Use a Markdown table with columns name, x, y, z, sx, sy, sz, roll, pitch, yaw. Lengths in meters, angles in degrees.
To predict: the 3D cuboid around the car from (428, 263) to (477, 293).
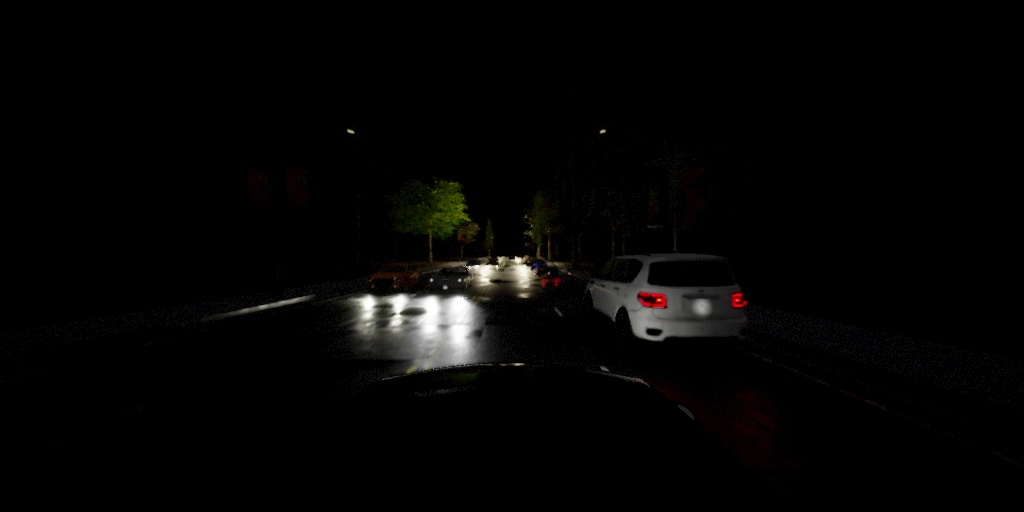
| name | x | y | z | sx | sy | sz | roll | pitch | yaw |
| --- | --- | --- | --- | --- | --- | --- | --- | --- | --- |
| car | -3.344 | 1.286 | 20.261 | 1.895 | 1.301 | 4.718 | 0 | 0 | 0 |

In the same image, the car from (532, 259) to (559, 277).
| name | x | y | z | sx | sy | sz | roll | pitch | yaw |
| --- | --- | --- | --- | --- | --- | --- | --- | --- | --- |
| car | 3.251 | 1.232 | 33.867 | 1.895 | 1.301 | 4.718 | 0 | 0 | 0 |

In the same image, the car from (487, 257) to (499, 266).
| name | x | y | z | sx | sy | sz | roll | pitch | yaw |
| --- | --- | --- | --- | --- | --- | --- | --- | --- | --- |
| car | -3.269 | 0.916 | 62.781 | 1.882 | 1.535 | 5.008 | 0 | 1 | 1 |

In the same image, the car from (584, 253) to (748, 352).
| name | x | y | z | sx | sy | sz | roll | pitch | yaw |
| --- | --- | --- | --- | --- | --- | --- | --- | --- | --- |
| car | 3.350 | 0.952 | 9.015 | 2.150 | 2.045 | 5.566 | 0 | 0 | 0 |

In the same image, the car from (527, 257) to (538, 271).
| name | x | y | z | sx | sy | sz | roll | pitch | yaw |
| --- | --- | --- | --- | --- | --- | --- | --- | --- | --- |
| car | 3.252 | 1.110 | 44.837 | 1.812 | 1.442 | 4.674 | 0 | 0 | 0 |

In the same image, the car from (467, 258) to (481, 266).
| name | x | y | z | sx | sy | sz | roll | pitch | yaw |
| --- | --- | --- | --- | --- | --- | --- | --- | --- | --- |
| car | -6.514 | 1.017 | 62.192 | 1.994 | 1.385 | 4.181 | 0 | 1 | 0 |

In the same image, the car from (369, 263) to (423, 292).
| name | x | y | z | sx | sy | sz | roll | pitch | yaw |
| --- | --- | --- | --- | --- | --- | --- | --- | --- | --- |
| car | -6.592 | 1.160 | 20.779 | 1.882 | 1.535 | 5.008 | 0 | 0 | 0 |

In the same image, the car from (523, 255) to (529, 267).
| name | x | y | z | sx | sy | sz | roll | pitch | yaw |
| --- | --- | --- | --- | --- | --- | --- | --- | --- | --- |
| car | 3.253 | 1.013 | 55.864 | 2.163 | 1.488 | 4.792 | 0 | 0 | 0 |
